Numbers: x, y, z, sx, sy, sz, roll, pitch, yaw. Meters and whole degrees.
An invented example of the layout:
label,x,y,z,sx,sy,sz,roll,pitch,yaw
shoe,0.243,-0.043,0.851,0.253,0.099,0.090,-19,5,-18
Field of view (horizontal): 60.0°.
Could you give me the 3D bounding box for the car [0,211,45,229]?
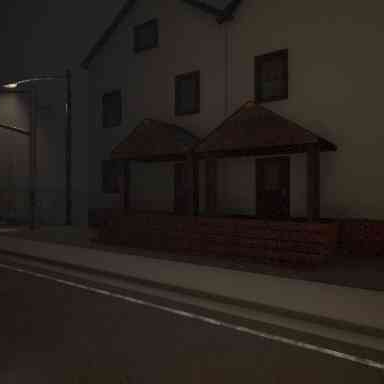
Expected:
label,x,y,z,sx,sy,sz,roll,pitch,yaw
car,-15.586,2.488,29.647,2.128,1.511,4.902,0,-9,36
